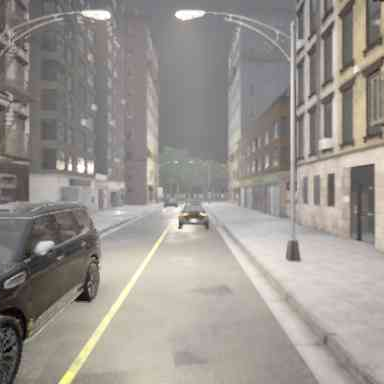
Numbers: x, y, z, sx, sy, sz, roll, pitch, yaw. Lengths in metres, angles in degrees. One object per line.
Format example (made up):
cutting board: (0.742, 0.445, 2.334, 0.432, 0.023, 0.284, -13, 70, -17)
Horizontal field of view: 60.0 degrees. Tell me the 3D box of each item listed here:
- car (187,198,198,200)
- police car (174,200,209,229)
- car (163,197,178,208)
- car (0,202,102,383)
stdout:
car: (0.098, 1.544, 42.313, 2.128, 1.511, 4.902, 0, 0, 0)
police car: (0.109, 1.530, 22.160, 2.038, 1.542, 4.974, 0, 0, 0)
car: (-3.043, 1.537, 48.241, 1.882, 1.535, 5.008, 0, 0, 0)
car: (-3.095, 1.228, 5.322, 2.150, 2.045, 5.566, 0, 0, 0)
